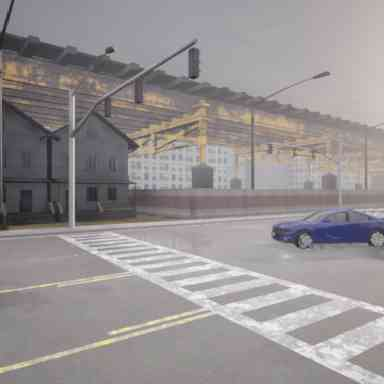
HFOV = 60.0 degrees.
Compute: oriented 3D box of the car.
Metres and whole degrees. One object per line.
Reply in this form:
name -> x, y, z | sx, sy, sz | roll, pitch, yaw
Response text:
car -> 5.881, 1.477, 14.044 | 5.008, 1.535, 1.882 | 0, -1, -6
